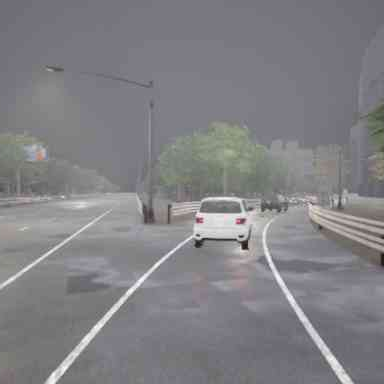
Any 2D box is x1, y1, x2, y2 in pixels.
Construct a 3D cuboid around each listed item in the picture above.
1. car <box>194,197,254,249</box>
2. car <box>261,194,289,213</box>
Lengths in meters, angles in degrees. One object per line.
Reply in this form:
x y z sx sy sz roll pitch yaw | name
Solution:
1.519 1.236 14.904 2.150 2.045 5.566 0 0 11 | car
9.527 1.271 38.129 2.150 2.045 5.566 0 0 28 | car
